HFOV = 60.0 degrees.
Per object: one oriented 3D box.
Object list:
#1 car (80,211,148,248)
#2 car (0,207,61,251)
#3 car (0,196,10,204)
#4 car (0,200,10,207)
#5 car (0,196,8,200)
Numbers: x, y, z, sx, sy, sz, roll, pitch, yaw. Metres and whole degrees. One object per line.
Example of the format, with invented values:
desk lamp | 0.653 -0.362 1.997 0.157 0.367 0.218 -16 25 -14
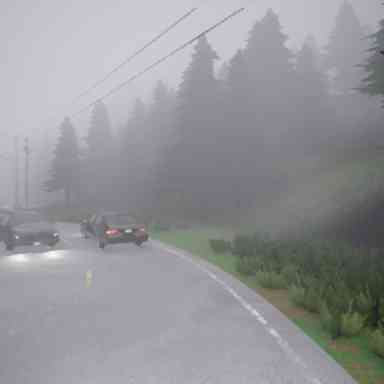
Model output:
car | -3.683 1.575 15.107 2.033 1.411 5.357 0 0 -29
car | -7.419 1.577 14.752 2.033 1.411 5.357 0 0 -36
car | -38.249 1.604 66.100 4.892 1.490 1.837 0 0 39
car | -16.301 1.579 26.276 4.674 1.442 1.812 0 0 31
car | -31.828 1.647 55.343 1.994 1.385 4.181 0 0 -40
